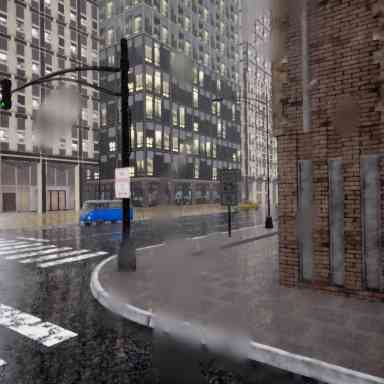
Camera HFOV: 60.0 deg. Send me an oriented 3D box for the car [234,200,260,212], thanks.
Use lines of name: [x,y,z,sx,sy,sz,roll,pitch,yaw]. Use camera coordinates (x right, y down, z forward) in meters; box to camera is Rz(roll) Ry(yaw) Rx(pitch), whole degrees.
car: [6.848,1.689,41.378,1.752,1.417,4.829,-2,-1,36]

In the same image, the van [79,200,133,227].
van: [-5.987,1.460,23.470,1.690,1.788,3.998,-2,-1,36]
